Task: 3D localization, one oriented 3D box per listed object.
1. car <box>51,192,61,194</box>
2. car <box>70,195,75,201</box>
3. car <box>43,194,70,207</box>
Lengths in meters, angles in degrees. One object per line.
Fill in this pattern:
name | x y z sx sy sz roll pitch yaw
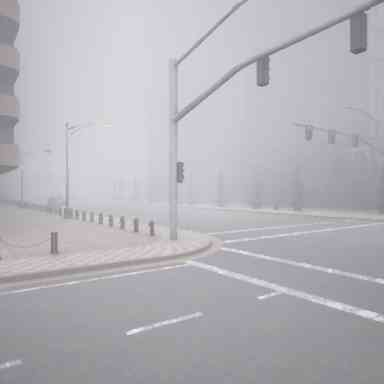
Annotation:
car | -33.495 1.117 81.711 2.150 2.045 5.566 0 0 -35
car | -30.849 1.421 84.034 1.812 1.442 4.674 0 0 -35
car | -21.066 1.469 51.738 2.128 1.511 4.902 0 0 -35
